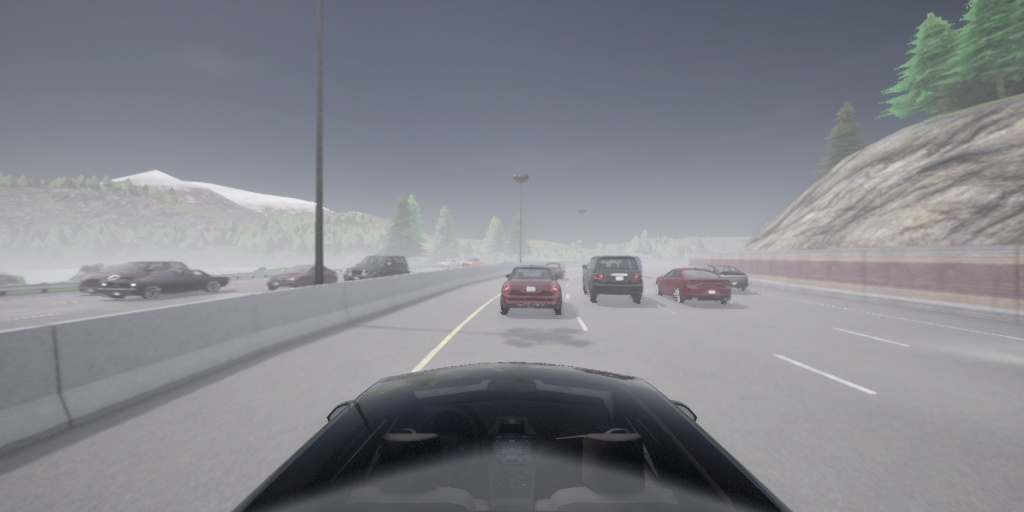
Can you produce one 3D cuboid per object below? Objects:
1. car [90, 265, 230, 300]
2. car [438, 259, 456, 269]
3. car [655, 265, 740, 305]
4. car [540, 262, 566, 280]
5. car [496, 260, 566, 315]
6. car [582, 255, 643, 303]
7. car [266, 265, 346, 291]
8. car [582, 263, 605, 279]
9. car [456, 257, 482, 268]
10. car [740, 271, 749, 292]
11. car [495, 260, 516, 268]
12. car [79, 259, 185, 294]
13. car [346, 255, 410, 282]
[{"bbox_3d":[-16.641,1.314,17.497,1.895,1.301,4.718,0,0,6],"label":"car"},{"bbox_3d":[-10.323,1.288,58.804,1.812,1.442,4.674,0,0,21],"label":"car"},{"bbox_3d":[8.092,1.262,16.482,1.882,1.535,5.008,0,0,6],"label":"car"},{"bbox_3d":[3.756,1.309,32.384,1.812,1.442,4.674,0,0,13],"label":"car"},{"bbox_3d":[0.802,1.113,13.899,2.097,1.767,4.553,0,0,5],"label":"car"},{"bbox_3d":[4.610,0.996,17.013,2.150,2.045,5.566,0,0,7],"label":"car"},{"bbox_3d":[-12.557,1.254,21.871,1.812,1.442,4.674,0,0,8],"label":"car"},{"bbox_3d":[7.905,1.361,34.654,1.994,1.385,4.181,0,0,14],"label":"car"},{"bbox_3d":[-6.629,1.125,58.604,2.097,1.767,4.553,0,0,22],"label":"car"},{"bbox_3d":[12.349,1.293,21.698,2.128,1.511,4.902,0,0,9],"label":"car"},{"bbox_3d":[-1.096,1.393,62.937,1.895,1.301,4.718,0,0,24],"label":"car"},{"bbox_3d":[-19.909,1.057,19.371,2.097,1.767,4.553,0,0,7],"label":"car"},{"bbox_3d":[-8.770,0.963,23.837,2.150,2.045,5.566,0,0,9],"label":"car"}]
